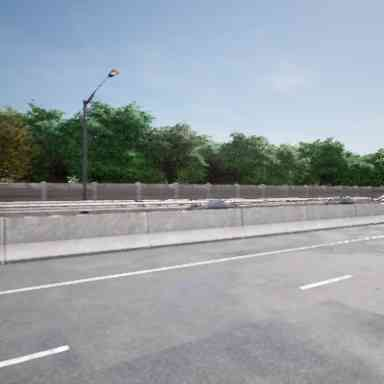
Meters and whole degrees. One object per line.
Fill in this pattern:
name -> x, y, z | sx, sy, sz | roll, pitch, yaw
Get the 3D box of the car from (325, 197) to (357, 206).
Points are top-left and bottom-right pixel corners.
car -> 18.889, 1.429, 42.128 | 4.892, 1.490, 1.837 | 0, 0, -34

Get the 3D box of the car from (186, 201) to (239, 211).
car -> 1.968, 1.495, 30.701 | 5.357, 1.411, 2.033 | 0, 0, -34
